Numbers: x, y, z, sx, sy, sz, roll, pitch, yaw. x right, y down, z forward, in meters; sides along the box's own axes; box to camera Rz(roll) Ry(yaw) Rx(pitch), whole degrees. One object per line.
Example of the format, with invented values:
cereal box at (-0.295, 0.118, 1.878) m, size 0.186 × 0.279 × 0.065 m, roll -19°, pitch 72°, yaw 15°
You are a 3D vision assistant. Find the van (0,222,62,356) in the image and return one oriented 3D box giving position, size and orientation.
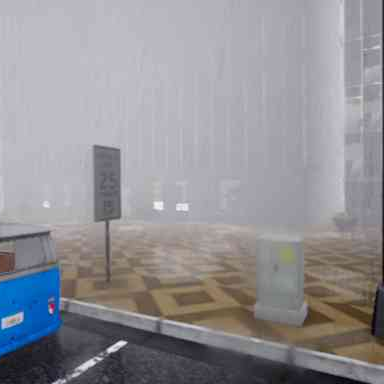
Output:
van at (-3.772, 1.296, 4.838) m, size 3.998 × 1.788 × 1.690 m, roll 0°, pitch 1°, yaw 28°
